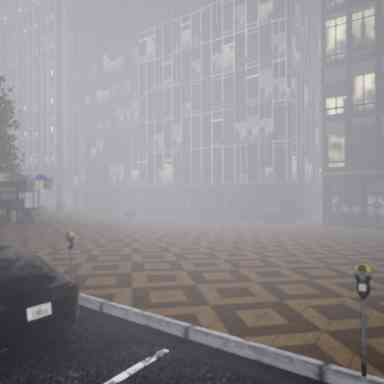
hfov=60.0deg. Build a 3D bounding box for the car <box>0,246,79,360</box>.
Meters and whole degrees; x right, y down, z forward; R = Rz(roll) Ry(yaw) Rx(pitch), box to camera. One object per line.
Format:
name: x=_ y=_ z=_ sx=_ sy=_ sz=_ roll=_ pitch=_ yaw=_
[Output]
car: x=-3.649 y=1.569 z=5.473 sx=4.313 sy=1.339 sz=1.947 roll=0 pitch=0 yaw=35
